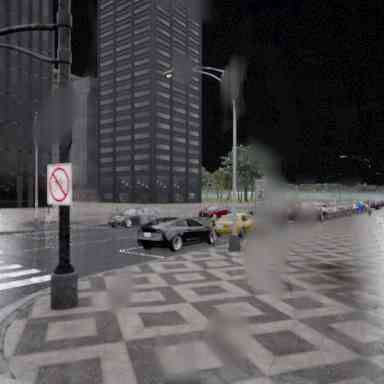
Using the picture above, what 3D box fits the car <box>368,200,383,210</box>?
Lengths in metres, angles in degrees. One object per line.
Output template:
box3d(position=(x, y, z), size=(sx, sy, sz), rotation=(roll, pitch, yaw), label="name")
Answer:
box3d(position=(35.473, 2.536, 65.433), size=(2.192, 1.841, 5.009), rotation=(-1, -2, 35), label="car")

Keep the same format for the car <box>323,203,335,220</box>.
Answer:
box3d(position=(12.543, 2.110, 33.255), size=(1.887, 1.381, 4.507), rotation=(-1, -2, 35), label="car")

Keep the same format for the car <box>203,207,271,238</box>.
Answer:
box3d(position=(2.816, 1.820, 19.606), size=(1.752, 1.417, 4.829), rotation=(-1, -2, 35), label="car")

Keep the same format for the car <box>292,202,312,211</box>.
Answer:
box3d(position=(18.706, 2.487, 56.591), size=(2.008, 1.369, 4.403), rotation=(-1, -2, 35), label="car")

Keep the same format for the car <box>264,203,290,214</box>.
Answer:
box3d(position=(12.155, 2.298, 47.399), size=(2.008, 1.369, 4.403), rotation=(-1, -2, 35), label="car")

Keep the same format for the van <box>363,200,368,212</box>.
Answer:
box3d(position=(25.645, 2.286, 51.644), size=(1.690, 1.788, 3.998), rotation=(-1, -2, 35), label="van")

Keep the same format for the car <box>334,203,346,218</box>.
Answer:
box3d(position=(15.823, 2.242, 37.856), size=(1.802, 1.307, 4.206), rotation=(-1, -2, 36), label="car")

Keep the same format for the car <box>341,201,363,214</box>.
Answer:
box3d(position=(22.370, 2.291, 47.046), size=(1.967, 1.590, 4.097), rotation=(-1, -2, 35), label="car")

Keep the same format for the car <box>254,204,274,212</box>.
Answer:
box3d(position=(8.880, 2.202, 42.804), size=(2.008, 1.369, 4.403), rotation=(-1, -2, 35), label="car")

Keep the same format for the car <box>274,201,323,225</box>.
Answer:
box3d(position=(9.267, 1.788, 28.665), size=(2.192, 1.841, 5.009), rotation=(-1, -2, 35), label="car")

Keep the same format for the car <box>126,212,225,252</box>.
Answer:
box3d(position=(-0.557, 1.771, 14.872), size=(1.947, 1.339, 4.313), rotation=(-1, -2, 35), label="car")

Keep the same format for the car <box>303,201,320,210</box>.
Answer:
box3d(position=(21.982, 2.469, 61.189), size=(1.967, 1.590, 4.097), rotation=(-1, -2, 35), label="car")

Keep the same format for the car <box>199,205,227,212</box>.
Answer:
box3d(position=(2.330, 2.008, 33.613), size=(1.887, 1.381, 4.507), rotation=(-1, -2, 35), label="car")

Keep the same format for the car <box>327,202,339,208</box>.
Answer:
box3d(position=(31.809, 2.884, 74.974), size=(1.802, 1.307, 4.206), rotation=(-1, -2, 35), label="car")

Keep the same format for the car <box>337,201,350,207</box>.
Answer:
box3d(position=(38.360, 3.031, 84.166), size=(2.008, 1.369, 4.403), rotation=(-1, -1, 35), label="car")

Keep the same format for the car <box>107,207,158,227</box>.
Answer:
box3d(position=(-4.219, 1.834, 24.421), size=(2.008, 1.369, 4.403), rotation=(-1, -1, 35), label="car")

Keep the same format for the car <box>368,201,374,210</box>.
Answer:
box3d(position=(28.922, 2.589, 56.236), size=(2.008, 1.369, 4.403), rotation=(-1, -2, 35), label="car")

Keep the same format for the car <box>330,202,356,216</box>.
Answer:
box3d(position=(19.094, 2.301, 42.447), size=(1.887, 1.381, 4.507), rotation=(-1, -2, 35), label="car")
